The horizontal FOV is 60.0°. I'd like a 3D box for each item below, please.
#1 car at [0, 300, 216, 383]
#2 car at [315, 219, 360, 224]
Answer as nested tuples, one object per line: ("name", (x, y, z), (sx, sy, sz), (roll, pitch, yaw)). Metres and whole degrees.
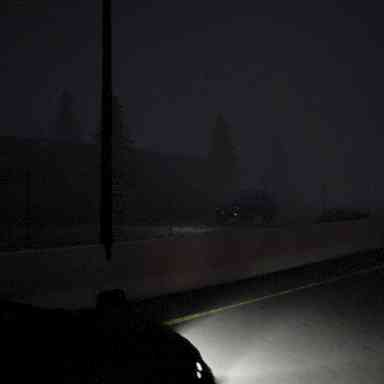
("car", (-1.810, 1.563, 2.455), (4.181, 1.385, 1.994), (0, 0, -35))
("car", (8.885, 1.618, 19.528), (4.181, 1.385, 1.994), (0, 0, -42))
